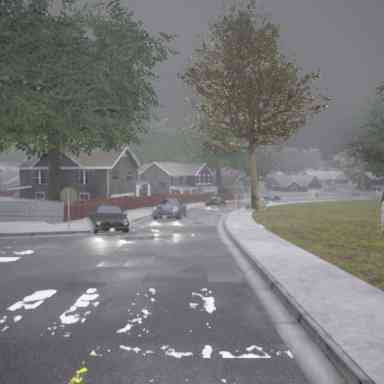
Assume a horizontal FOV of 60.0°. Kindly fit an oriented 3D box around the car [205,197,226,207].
[{"bbox_3d":[3.351,1.379,46.347,1.994,1.385,4.181,1,1,22],"label":"car"}]

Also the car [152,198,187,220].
[{"bbox_3d":[-1.731,1.274,26.998,2.097,1.767,4.553,0,0,9],"label":"car"}]

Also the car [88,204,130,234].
[{"bbox_3d":[-4.918,1.395,19.141,2.033,1.411,5.357,2,1,-21],"label":"car"}]

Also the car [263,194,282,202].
[{"bbox_3d":[16.780,1.197,69.101,2.033,1.411,5.357,2,2,39],"label":"car"}]
